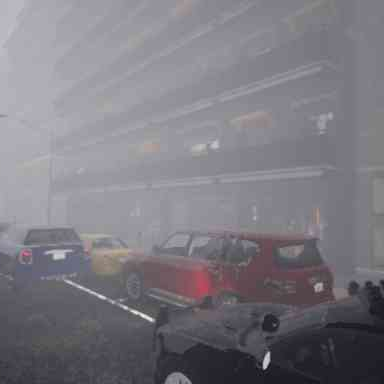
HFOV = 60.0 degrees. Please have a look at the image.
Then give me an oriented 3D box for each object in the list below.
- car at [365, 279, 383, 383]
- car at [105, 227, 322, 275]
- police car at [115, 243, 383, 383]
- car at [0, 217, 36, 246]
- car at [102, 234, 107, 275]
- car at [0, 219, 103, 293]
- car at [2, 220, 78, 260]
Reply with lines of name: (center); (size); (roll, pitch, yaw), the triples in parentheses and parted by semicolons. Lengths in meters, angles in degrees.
car: (4.235, 1.789, 2.912); (2.008, 1.369, 4.403); (5, -4, -42)
car: (0.434, 1.667, 7.126); (2.192, 1.841, 5.009); (5, -4, -42)
police car: (1.610, 1.605, 2.838); (1.930, 1.638, 5.238); (4, -4, -44)
car: (-10.996, 2.232, 19.716); (1.887, 1.381, 4.507); (5, -4, -42)
car: (-3.494, 1.992, 11.441); (1.752, 1.417, 4.829); (5, -4, -42)
car: (-4.895, 1.735, 10.267); (2.097, 1.767, 4.553); (4, -4, -42)
car: (-7.188, 2.120, 15.515); (1.887, 1.381, 4.507); (5, -4, -42)
